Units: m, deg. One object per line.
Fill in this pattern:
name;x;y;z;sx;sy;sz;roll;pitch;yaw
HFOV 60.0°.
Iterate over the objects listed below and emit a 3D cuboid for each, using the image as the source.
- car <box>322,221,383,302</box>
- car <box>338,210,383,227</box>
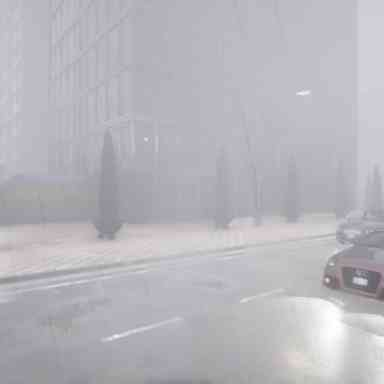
car;4.935;1.611;7.876;4.181;1.385;1.994;0;0;-38
car;8.395;1.580;14.991;4.902;1.511;2.128;0;0;-38
